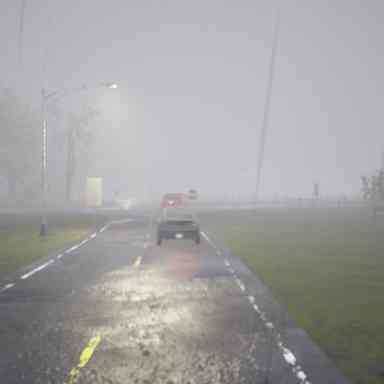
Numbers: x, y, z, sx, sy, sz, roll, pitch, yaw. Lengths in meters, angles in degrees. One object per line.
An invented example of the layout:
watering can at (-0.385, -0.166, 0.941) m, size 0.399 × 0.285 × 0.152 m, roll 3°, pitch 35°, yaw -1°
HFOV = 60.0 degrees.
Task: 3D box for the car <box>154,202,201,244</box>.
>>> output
car at (-0.671, 1.437, 15.376) m, size 1.837 × 1.490 × 4.892 m, roll 0°, pitch 1°, yaw -4°

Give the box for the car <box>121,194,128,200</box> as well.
car at (-16.961, 1.274, 83.542) m, size 2.033 × 1.411 × 5.357 m, roll 0°, pitch 0°, yaw -13°

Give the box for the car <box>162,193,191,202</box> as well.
car at (-1.466, 1.084, 33.455) m, size 2.150 × 2.045 × 5.566 m, roll -1°, pitch 0°, yaw 10°
